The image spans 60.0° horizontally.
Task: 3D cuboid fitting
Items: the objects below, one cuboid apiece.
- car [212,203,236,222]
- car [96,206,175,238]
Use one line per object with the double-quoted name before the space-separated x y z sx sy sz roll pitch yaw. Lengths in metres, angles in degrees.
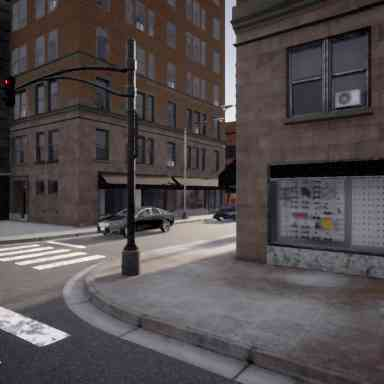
"car" 3.813 1.662 27.929 2.033 1.411 5.357 0 0 35
"car" -2.982 1.559 18.415 2.128 1.511 4.902 0 0 36
